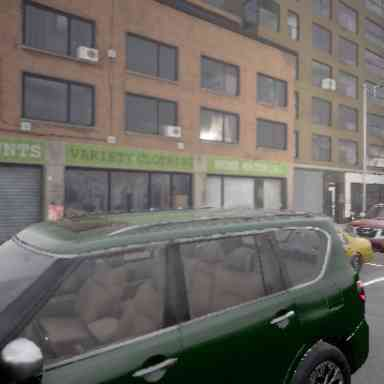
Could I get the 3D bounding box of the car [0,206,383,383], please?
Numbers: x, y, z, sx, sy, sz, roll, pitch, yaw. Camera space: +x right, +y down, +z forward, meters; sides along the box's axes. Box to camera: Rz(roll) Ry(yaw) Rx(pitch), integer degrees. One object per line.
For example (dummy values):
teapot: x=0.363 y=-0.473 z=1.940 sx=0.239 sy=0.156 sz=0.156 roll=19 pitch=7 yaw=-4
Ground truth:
car: x=-0.719 y=1.220 z=2.839 sx=5.566 sy=2.045 sz=2.150 roll=0 pitch=0 yaw=-35

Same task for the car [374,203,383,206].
car: x=7.599 y=1.310 z=12.161 sx=5.009 sy=1.841 sz=2.192 roll=0 pitch=1 yaw=-35
